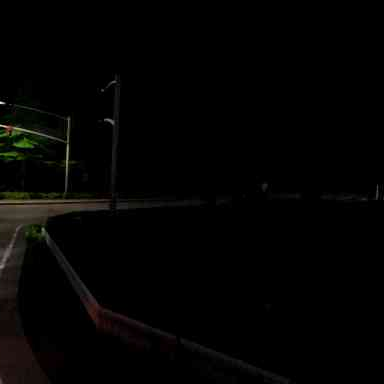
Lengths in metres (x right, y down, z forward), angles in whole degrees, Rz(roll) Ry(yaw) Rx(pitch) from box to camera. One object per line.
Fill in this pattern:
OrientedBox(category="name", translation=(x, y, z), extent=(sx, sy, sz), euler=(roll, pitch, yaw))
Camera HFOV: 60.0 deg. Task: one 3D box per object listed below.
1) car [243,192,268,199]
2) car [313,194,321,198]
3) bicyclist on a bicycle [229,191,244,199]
OrientedBox(category="car", translation=(8.124, 0.729, 42.349), extent=(2.128, 1.511, 4.902), euler=(5, 3, 38))
OrientedBox(category="car", translation=(21.981, 0.692, 60.342), extent=(1.837, 1.490, 4.892), euler=(5, 3, 37))
OrientedBox(category="bicyclist on a bicycle", translation=(4.422, 0.694, 31.886), extent=(1.656, 1.620, 0.582), euler=(41, 23, 28))
